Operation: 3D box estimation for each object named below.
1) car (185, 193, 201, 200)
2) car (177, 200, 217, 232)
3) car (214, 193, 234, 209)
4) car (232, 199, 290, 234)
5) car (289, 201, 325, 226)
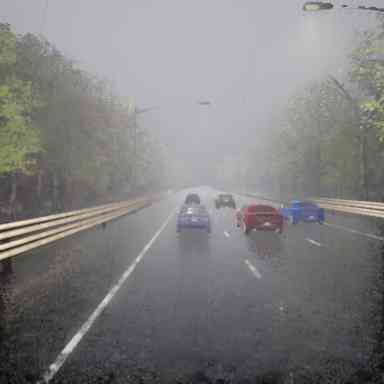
[{"bbox_3d":[0.102,0.952,42.407,1.837,1.490,4.892,0,1,0],"label":"car"},{"bbox_3d":[0.100,1.417,18.953,2.033,1.411,5.357,0,1,0],"label":"car"},{"bbox_3d":[3.600,0.910,37.225,2.097,1.767,4.553,0,1,0],"label":"car"},{"bbox_3d":[3.600,1.354,18.379,1.882,1.535,5.008,0,1,0],"label":"car"},{"bbox_3d":[7.100,1.306,22.147,1.882,1.535,5.008,0,1,0],"label":"car"}]
